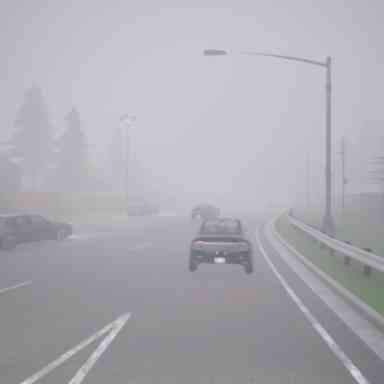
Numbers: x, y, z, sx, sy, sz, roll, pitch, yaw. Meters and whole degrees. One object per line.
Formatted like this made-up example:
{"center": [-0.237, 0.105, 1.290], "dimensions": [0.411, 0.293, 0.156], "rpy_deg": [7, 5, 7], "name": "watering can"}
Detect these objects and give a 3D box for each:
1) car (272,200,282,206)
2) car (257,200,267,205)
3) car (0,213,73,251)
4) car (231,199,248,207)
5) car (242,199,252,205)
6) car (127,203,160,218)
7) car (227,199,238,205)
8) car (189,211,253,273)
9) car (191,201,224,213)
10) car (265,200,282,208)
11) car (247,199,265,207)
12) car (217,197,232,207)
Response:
{"center": [20.413, 2.620, 79.633], "dimensions": [1.994, 1.385, 4.181], "rpy_deg": [0, -1, 18], "name": "car"}
{"center": [16.720, 2.503, 79.574], "dimensions": [1.895, 1.301, 4.718], "rpy_deg": [0, -1, 18], "name": "car"}
{"center": [-7.629, 1.655, 14.662], "dimensions": [2.033, 1.411, 5.357], "rpy_deg": [0, -1, 18], "name": "car"}
{"center": [10.337, 2.484, 71.114], "dimensions": [1.895, 1.301, 4.718], "rpy_deg": [0, -1, 18], "name": "car"}
{"center": [13.378, 2.417, 80.613], "dimensions": [1.812, 1.442, 4.674], "rpy_deg": [0, -1, 18], "name": "car"}
{"center": [-4.968, 1.844, 34.449], "dimensions": [2.128, 1.511, 4.902], "rpy_deg": [0, -1, 18], "name": "car"}
{"center": [10.045, 2.402, 81.680], "dimensions": [1.812, 1.442, 4.674], "rpy_deg": [0, -1, 18], "name": "car"}
{"center": [1.019, 1.630, 11.282], "dimensions": [2.128, 1.511, 4.902], "rpy_deg": [0, -1, 6], "name": "car"}
{"center": [1.311, 1.869, 31.093], "dimensions": [1.837, 1.490, 4.892], "rpy_deg": [0, -1, 18], "name": "car"}
{"center": [16.716, 2.459, 68.076], "dimensions": [1.994, 1.385, 4.181], "rpy_deg": [0, -1, 18], "name": "car"}
{"center": [13.534, 2.437, 69.622], "dimensions": [2.033, 1.411, 5.357], "rpy_deg": [0, -1, 18], "name": "car"}
{"center": [6.879, 2.094, 71.788], "dimensions": [2.150, 2.045, 5.566], "rpy_deg": [0, -1, 18], "name": "car"}
